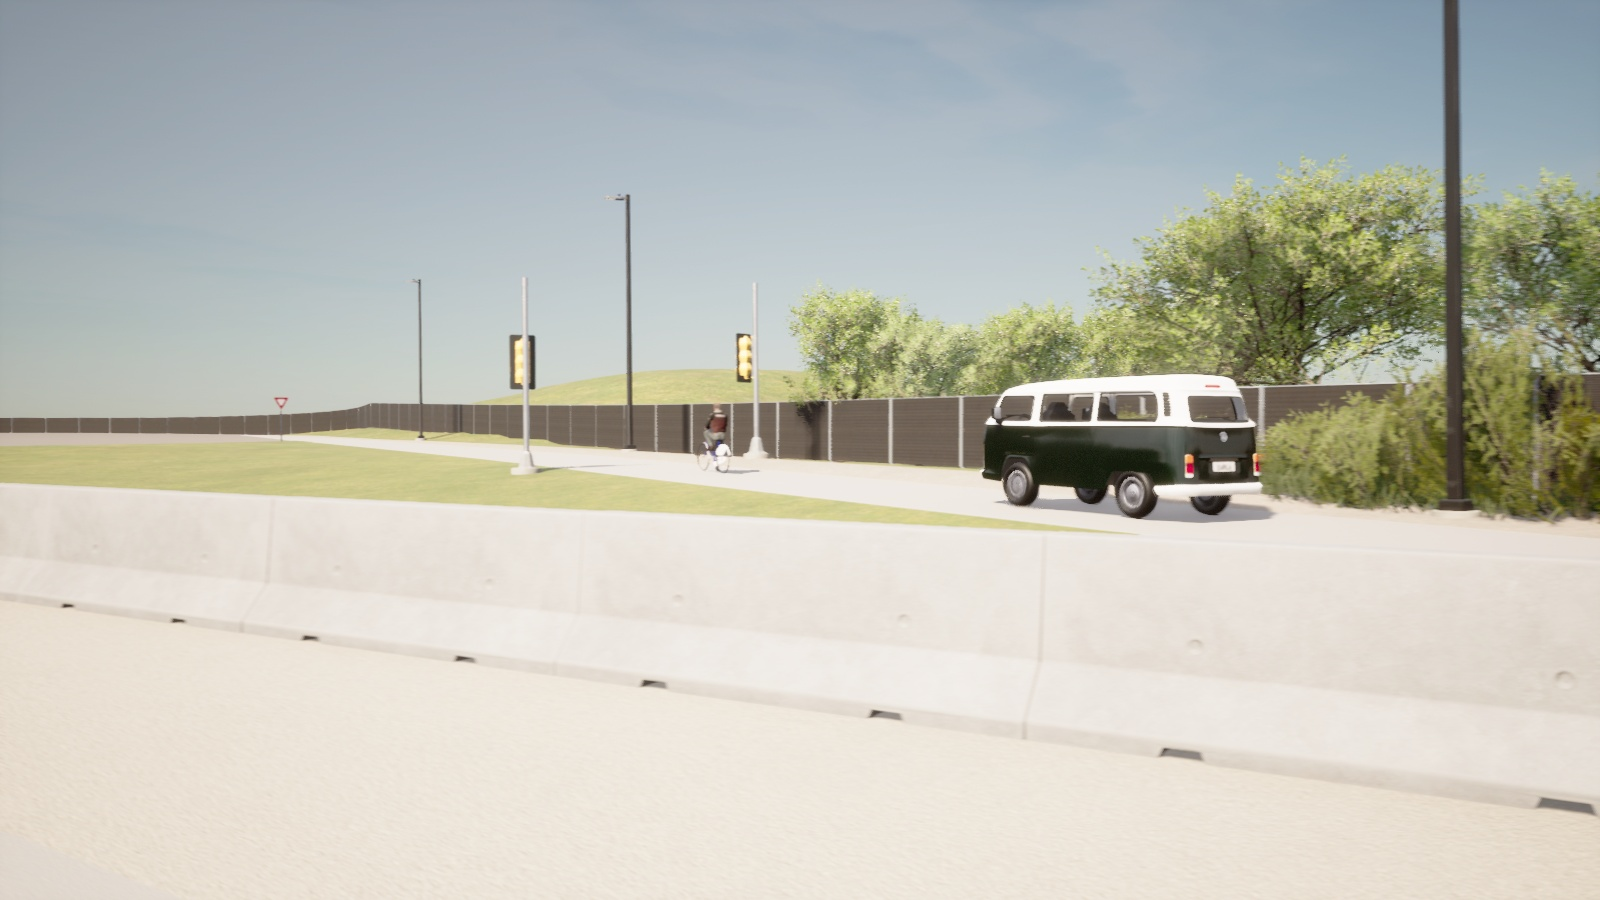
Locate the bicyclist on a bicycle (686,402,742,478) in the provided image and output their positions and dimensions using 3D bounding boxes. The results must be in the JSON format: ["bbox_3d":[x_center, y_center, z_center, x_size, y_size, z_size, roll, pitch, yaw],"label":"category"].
[{"bbox_3d":[-2.149,-0.272,31.146,0.659,1.776,1.843,-2,4,-29],"label":"bicyclist on a bicycle"}]

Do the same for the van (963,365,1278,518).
[{"bbox_3d":[4.710,-0.178,19.105,2.069,2.038,4.480,-2,2,-31],"label":"van"}]
